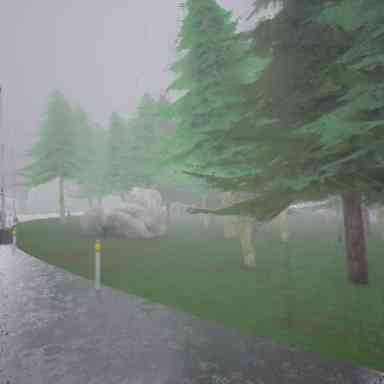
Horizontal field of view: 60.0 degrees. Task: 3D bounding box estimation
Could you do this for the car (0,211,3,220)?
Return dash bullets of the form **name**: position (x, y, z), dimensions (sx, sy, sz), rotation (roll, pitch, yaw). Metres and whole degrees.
- **car**: position (-22.104, 2.519, 36.235), dimensions (2.128, 1.511, 4.902), rotation (-3, -2, -10)
